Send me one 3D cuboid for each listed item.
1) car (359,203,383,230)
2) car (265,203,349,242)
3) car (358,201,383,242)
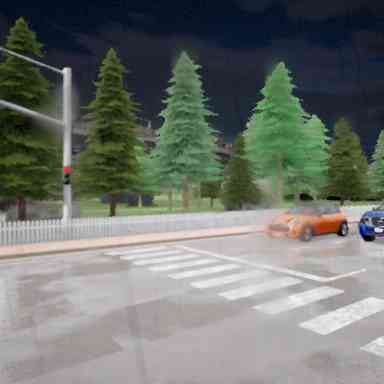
[{"bbox_3d":[13.278,1.512,21.911,5.008,1.535,1.882,0,0,-34],"label":"car"},{"bbox_3d":[5.809,1.384,16.716,4.553,1.767,2.097,0,0,-35],"label":"car"},{"bbox_3d":[10.031,1.236,15.440,5.566,2.045,2.150,0,0,-35],"label":"car"}]
